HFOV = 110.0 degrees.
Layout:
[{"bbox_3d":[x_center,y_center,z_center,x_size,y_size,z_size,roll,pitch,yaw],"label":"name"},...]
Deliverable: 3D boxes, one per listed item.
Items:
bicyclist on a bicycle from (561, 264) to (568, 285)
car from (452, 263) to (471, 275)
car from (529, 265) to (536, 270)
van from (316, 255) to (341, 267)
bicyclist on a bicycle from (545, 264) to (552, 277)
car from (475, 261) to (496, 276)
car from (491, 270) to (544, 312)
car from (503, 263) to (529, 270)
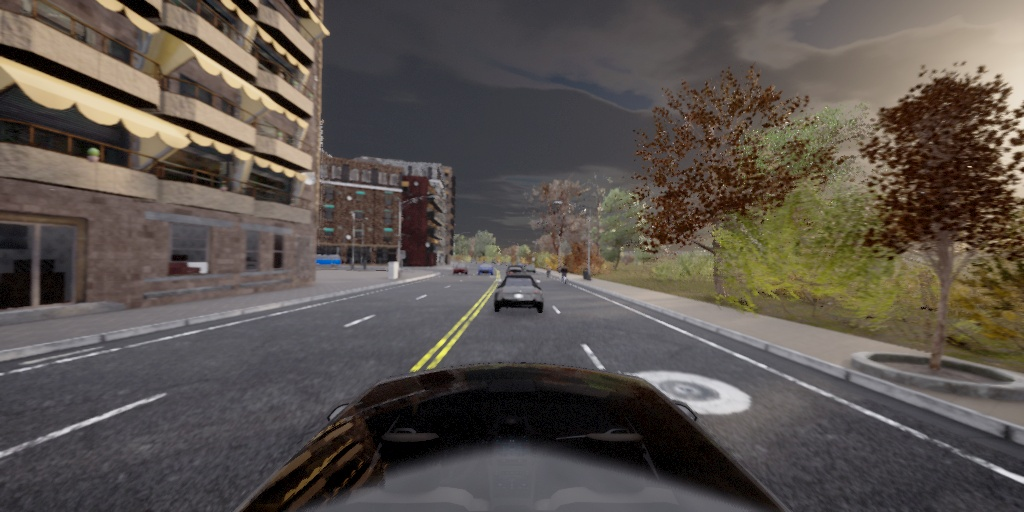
[{"bbox_3d":[4.356,1.562,30.110,0.659,1.776,1.843,1,0,-1],"label":"bicyclist on a bicycle"},{"bbox_3d":[-6.626,1.837,46.488,1.895,1.301,4.718,1,-1,-5],"label":"car"},{"bbox_3d":[2.713,2.065,58.498,1.994,1.385,4.181,1,-1,-3],"label":"car"},{"bbox_3d":[-28.132,0.730,54.293,3.998,1.789,1.690,0,0,-31],"label":"van"},{"bbox_3d":[4.149,1.752,40.672,0.866,1.612,1.509,1,-1,-1],"label":"bicyclist on a bicycle"},{"bbox_3d":[-3.367,1.723,46.599,1.882,1.535,5.008,1,-1,-2],"label":"car"},{"bbox_3d":[0.280,1.491,15.396,1.994,1.385,4.181,1,-1,1],"label":"car"},{"bbox_3d":[0.264,1.659,33.767,1.837,1.490,4.892,1,-1,-1],"label":"car"}]
